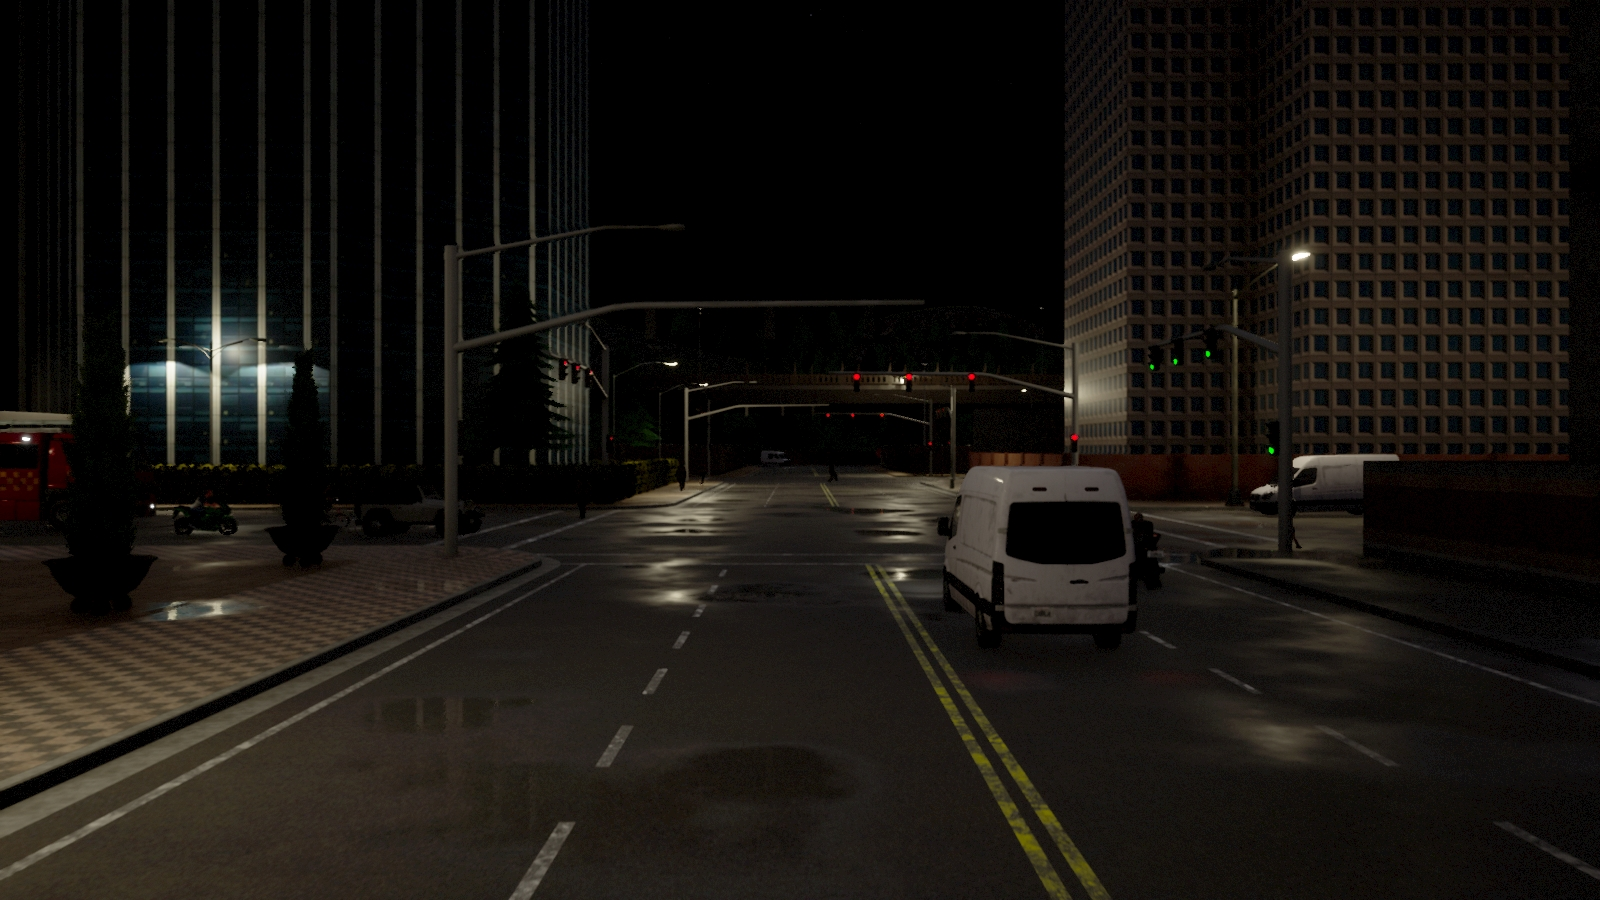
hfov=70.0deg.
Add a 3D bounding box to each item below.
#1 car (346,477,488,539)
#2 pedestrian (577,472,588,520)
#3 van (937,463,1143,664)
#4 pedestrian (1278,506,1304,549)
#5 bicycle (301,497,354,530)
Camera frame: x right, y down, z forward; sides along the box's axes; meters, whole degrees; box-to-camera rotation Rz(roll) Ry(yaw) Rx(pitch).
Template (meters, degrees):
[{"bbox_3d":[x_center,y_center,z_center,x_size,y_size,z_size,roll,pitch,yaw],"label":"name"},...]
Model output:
[{"bbox_3d":[-12.193,1.831,36.533,3.866,1.878,1.905,0,0,2],"label":"car"},{"bbox_3d":[-8.613,1.816,45.199,0.375,1.860,0.375,0,0,-3],"label":"pedestrian"},{"bbox_3d":[3.504,1.521,17.950,1.988,2.561,5.915,0,0,0],"label":"van"},{"bbox_3d":[13.062,2.056,30.408,0.500,1.100,0.500,0,0,7],"label":"pedestrian"},{"bbox_3d":[-16.571,2.228,40.119,1.487,1.080,0.859,1,0,-1],"label":"bicycle"}]
